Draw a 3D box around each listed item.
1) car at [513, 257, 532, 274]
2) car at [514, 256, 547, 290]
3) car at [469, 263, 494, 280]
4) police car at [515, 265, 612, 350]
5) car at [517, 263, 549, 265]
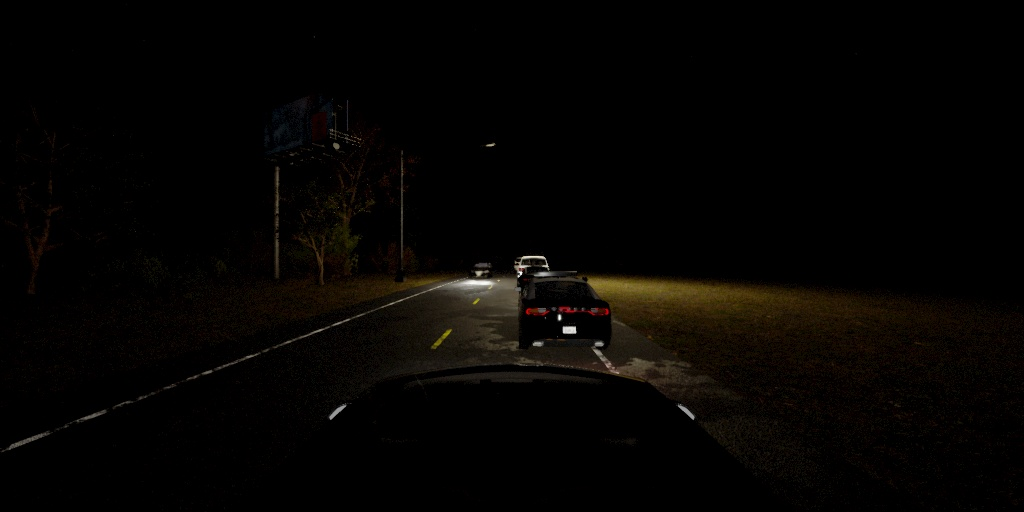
[{"bbox_3d":[1.423,1.203,46.485,2.150,2.045,5.566,0,0,4],"label":"car"},{"bbox_3d":[1.460,1.044,25.140,2.150,2.045,5.566,0,0,2],"label":"car"},{"bbox_3d":[-2.750,1.365,33.377,2.128,1.511,4.902,0,0,2],"label":"car"},{"bbox_3d":[1.104,1.184,9.275,1.930,1.638,5.238,0,0,1],"label":"police car"},{"bbox_3d":[1.288,1.296,19.131,1.837,1.490,4.892,0,0,1],"label":"car"}]
